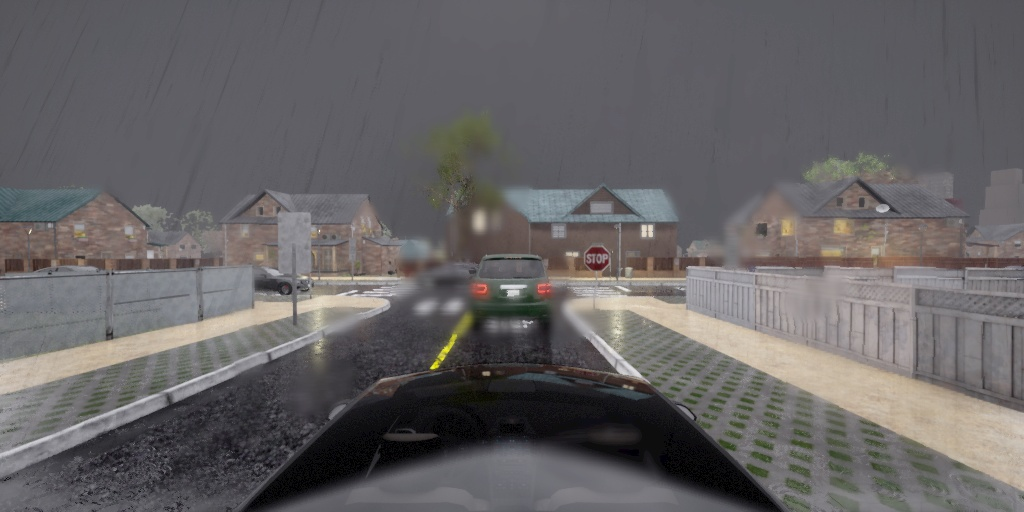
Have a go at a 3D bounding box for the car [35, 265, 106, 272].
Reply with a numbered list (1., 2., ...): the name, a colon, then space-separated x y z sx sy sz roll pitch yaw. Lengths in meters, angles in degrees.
1. car: -23.605 1.248 19.550 5.008 1.535 1.882 0 1 2

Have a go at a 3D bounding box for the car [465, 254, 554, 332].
1. car: -0.124 0.967 11.081 2.150 2.045 5.566 0 0 -4

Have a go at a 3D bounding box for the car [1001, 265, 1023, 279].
1. car: 29.888 1.259 21.104 4.181 1.385 1.994 0 1 -2

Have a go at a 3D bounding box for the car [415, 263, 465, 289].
1. car: -3.404 1.195 21.849 4.902 1.511 2.128 0 1 2

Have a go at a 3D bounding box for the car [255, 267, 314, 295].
1. car: -13.137 1.301 19.215 4.674 1.442 1.812 0 1 2

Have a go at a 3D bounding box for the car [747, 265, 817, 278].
1. car: 14.980 1.247 21.268 5.357 1.411 2.033 0 1 2
